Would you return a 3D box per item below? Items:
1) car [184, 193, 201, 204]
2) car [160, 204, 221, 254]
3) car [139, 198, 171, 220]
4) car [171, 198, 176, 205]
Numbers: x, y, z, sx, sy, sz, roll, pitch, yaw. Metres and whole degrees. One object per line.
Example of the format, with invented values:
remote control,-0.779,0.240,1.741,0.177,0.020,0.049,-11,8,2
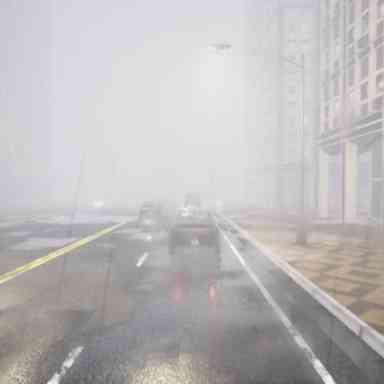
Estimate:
car,0.092,1.114,45.762,2.150,2.045,5.566,0,0,0
car,0.098,1.464,13.359,2.128,1.511,4.902,0,0,0
car,-3.155,1.431,27.175,2.128,1.511,4.902,0,0,0
car,-3.159,1.492,46.731,1.895,1.301,4.718,0,0,0
